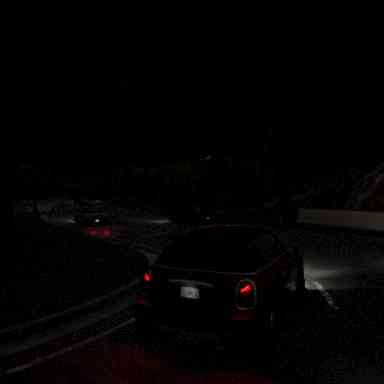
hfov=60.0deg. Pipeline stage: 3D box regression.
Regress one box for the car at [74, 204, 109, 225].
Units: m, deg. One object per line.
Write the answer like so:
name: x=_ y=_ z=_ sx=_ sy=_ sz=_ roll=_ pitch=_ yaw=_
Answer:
car: x=-8.640 y=1.998 z=28.214 sx=1.895 sy=1.301 sz=4.718 roll=1 pitch=-1 yaw=-31

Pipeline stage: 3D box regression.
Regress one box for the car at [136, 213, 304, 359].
car: x=0.884 y=1.455 z=6.570 sx=2.097 sy=1.767 sz=4.553 roll=-1 pitch=-1 yaw=25

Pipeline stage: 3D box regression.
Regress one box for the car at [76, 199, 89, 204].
car: x=-21.834 y=2.496 z=67.450 sx=1.994 sy=1.385 sz=4.181 roll=0 pitch=-1 yaw=-21

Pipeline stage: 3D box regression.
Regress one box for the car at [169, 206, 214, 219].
car: x=-0.131 y=1.895 z=27.903 sx=1.882 sy=1.535 sz=5.008 roll=1 pitch=-1 yaw=-34
